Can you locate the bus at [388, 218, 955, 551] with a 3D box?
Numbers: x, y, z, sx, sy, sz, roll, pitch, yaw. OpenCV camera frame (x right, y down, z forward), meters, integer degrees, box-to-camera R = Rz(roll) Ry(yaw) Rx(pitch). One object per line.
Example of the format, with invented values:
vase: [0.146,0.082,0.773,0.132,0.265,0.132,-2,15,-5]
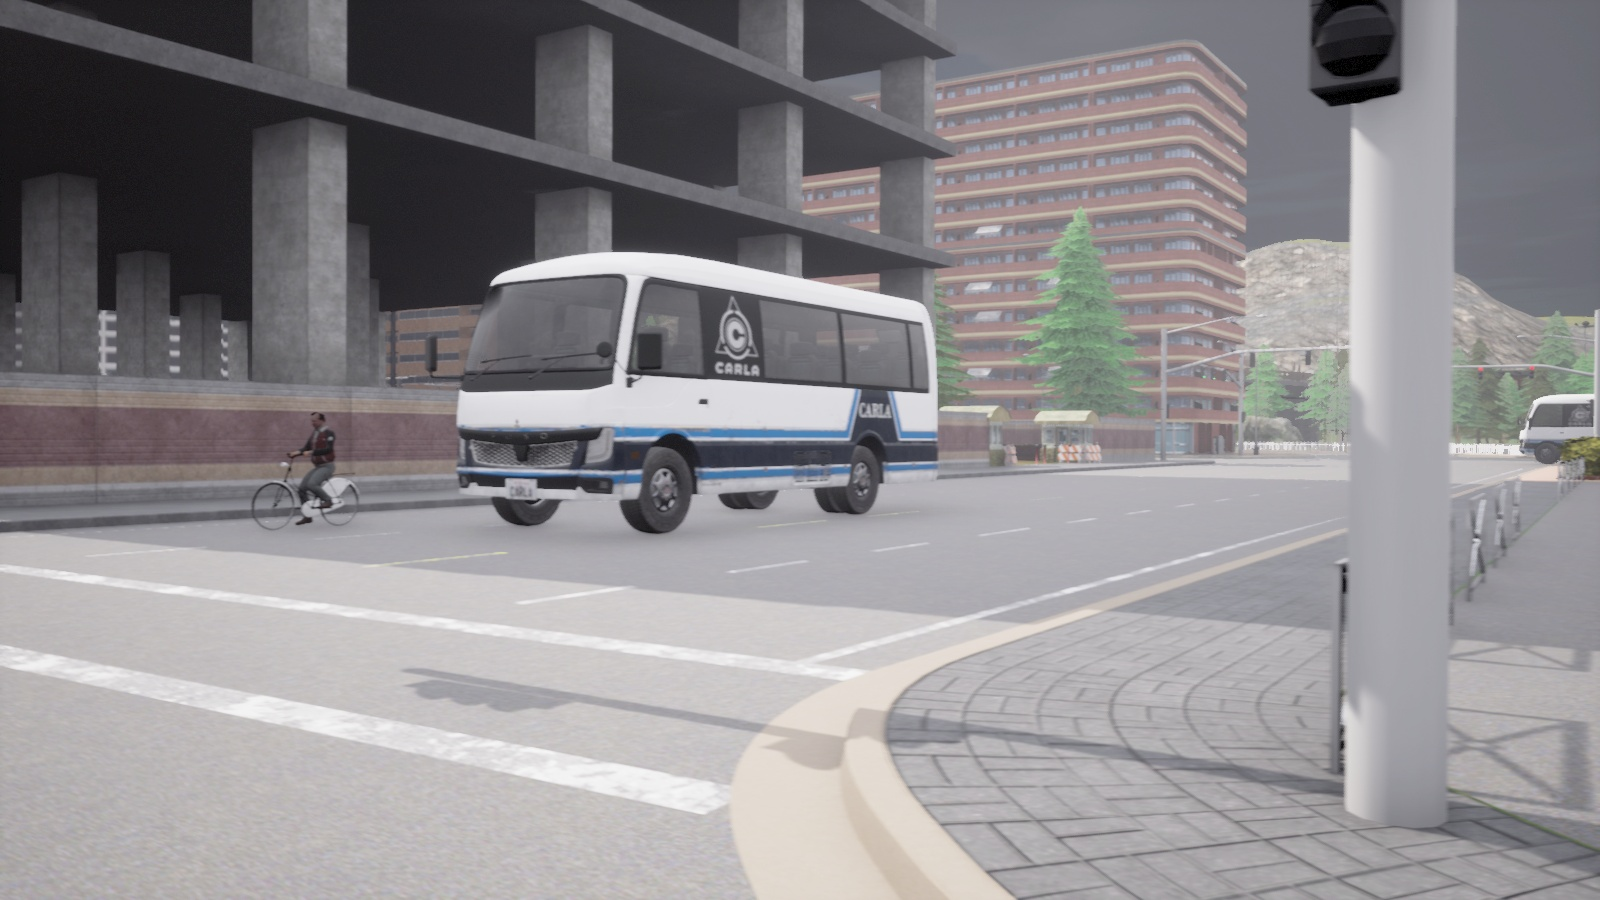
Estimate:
bus: [-1.467,-0.907,21.421,3.944,4.253,10.273,0,1,33]

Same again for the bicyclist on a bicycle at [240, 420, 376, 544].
bicyclist on a bicycle: [-7.352,0.444,18.842,0.659,1.776,1.843,0,1,33]

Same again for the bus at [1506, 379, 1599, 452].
bus: [48.272,-2.092,75.208,10.273,4.253,3.944,0,2,32]
